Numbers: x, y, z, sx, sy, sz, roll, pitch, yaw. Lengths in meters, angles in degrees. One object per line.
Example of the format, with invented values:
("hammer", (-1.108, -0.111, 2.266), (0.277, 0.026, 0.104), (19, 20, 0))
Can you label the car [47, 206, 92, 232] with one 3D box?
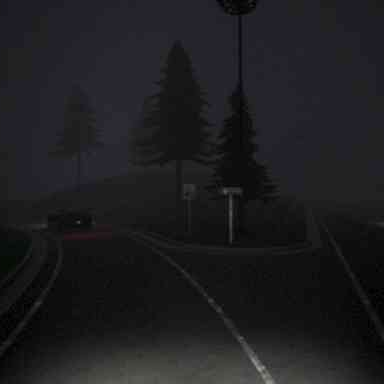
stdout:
("car", (-7.969, 1.626, 21.408), (1.882, 1.535, 5.008), (0, 0, -33))
